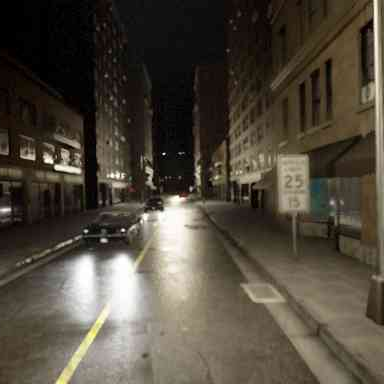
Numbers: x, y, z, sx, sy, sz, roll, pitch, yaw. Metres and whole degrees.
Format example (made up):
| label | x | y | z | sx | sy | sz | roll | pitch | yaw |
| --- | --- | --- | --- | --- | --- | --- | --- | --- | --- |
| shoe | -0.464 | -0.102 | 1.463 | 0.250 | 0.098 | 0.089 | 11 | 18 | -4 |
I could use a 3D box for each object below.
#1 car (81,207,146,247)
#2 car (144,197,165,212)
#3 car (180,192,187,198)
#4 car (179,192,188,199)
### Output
| label | x | y | z | sx | sy | sz | roll | pitch | yaw |
| --- | --- | --- | --- | --- | --- | --- | --- | --- | --- |
| car | -3.434 | 1.555 | 15.008 | 1.895 | 1.301 | 4.718 | -1 | 1 | -1 |
| car | -3.851 | 1.336 | 35.029 | 1.837 | 1.490 | 4.892 | -1 | 0 | -1 |
| car | -2.263 | 0.786 | 90.176 | 1.882 | 1.535 | 5.008 | -1 | 0 | -1 |
| car | -2.007 | 0.751 | 80.078 | 2.097 | 1.767 | 4.553 | -1 | 0 | -1 |
